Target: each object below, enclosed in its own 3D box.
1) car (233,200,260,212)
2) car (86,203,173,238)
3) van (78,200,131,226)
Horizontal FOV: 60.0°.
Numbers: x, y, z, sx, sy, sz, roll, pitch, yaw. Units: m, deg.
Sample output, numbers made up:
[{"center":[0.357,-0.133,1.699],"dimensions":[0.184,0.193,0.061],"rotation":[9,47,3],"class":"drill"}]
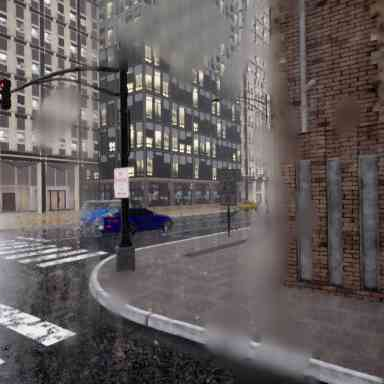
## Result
[{"center":[6.812,1.689,41.400],"dimensions":[1.752,1.417,4.829],"rotation":[-2,-1,36],"class":"car"},{"center":[-3.003,1.525,17.756],"dimensions":[1.812,1.442,4.674],"rotation":[-1,-1,36],"class":"car"},{"center":[-6.020,1.460,23.488],"dimensions":[1.690,1.788,3.998],"rotation":[-2,-1,36],"class":"van"}]
